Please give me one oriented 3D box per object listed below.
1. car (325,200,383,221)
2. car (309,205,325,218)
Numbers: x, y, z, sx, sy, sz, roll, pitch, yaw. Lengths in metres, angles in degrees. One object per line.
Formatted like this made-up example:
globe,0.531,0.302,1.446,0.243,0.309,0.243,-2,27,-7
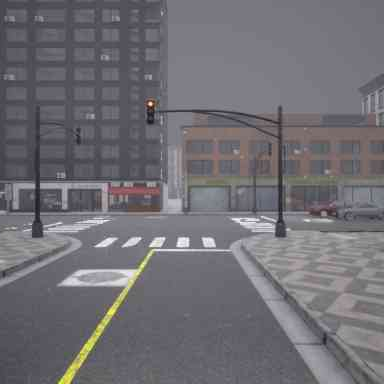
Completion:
car,13.399,1.550,26.653,4.181,1.385,1.994,0,0,0
car,13.143,1.491,29.906,5.008,1.535,1.882,0,0,1
